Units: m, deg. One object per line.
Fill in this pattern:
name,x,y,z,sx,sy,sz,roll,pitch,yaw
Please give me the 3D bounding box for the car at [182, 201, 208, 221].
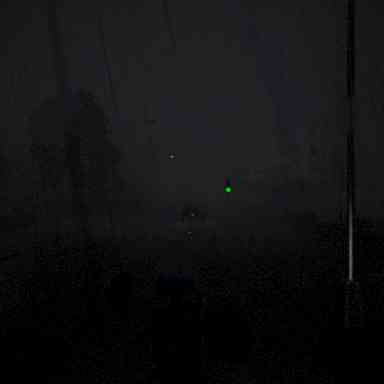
car,0.264,1.457,26.381,1.812,1.442,4.674,0,0,5
